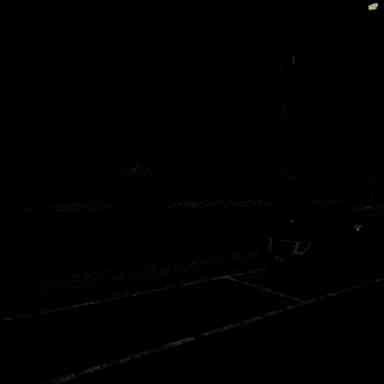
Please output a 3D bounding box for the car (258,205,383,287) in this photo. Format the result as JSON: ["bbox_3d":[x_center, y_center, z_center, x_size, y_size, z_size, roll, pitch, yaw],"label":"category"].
[{"bbox_3d":[4.163,1.313,9.503,5.009,1.841,2.192,0,0,-35],"label":"car"}]
